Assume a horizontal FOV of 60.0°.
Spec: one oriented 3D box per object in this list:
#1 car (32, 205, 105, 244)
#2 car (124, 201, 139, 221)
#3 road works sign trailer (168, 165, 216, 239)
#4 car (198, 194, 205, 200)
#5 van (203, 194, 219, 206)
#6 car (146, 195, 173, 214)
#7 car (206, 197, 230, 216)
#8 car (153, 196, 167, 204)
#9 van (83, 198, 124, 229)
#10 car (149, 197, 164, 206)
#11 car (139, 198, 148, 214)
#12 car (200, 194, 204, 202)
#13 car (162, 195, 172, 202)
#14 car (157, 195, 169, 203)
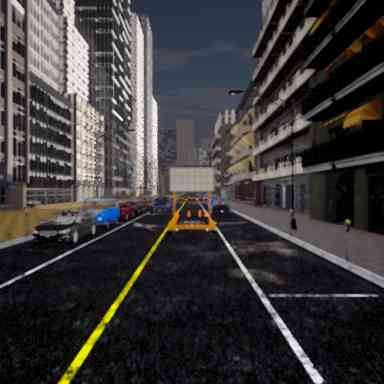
[{"bbox_3d":[-5.693,1.517,15.300,2.008,1.369,4.403,0,0,0],"label":"car"},{"bbox_3d":[-5.693,1.487,26.345,1.887,1.381,4.507,0,0,0],"label":"car"},{"bbox_3d":[0.000,0.426,17.196,2.380,3.560,2.880,0,0,0],"label":"road works sign trailer"},{"bbox_3d":[2.687,1.392,92.789,1.752,1.417,4.829,0,0,0],"label":"car"},{"bbox_3d":[2.687,1.256,42.913,1.690,1.788,3.998,0,0,0],"label":"van"},{"bbox_3d":[-3.093,1.280,34.264,2.097,1.767,4.553,0,0,0],"label":"car"},{"bbox_3d":[2.688,1.483,31.868,2.008,1.369,4.403,0,0,0],"label":"car"},{"bbox_3d":[-5.693,1.445,59.483,2.008,1.369,4.403,0,0,0],"label":"car"},{"bbox_3d":[-5.693,1.295,20.822,1.690,1.788,3.998,0,0,0],"label":"van"},{"bbox_3d":[-5.693,1.451,53.959,2.008,1.369,4.403,0,0,0],"label":"car"},{"bbox_3d":[-5.693,1.498,31.868,1.947,1.339,4.313,0,0,0],"label":"car"},{"bbox_3d":[2.688,1.445,53.959,1.887,1.381,4.507,0,0,0],"label":"car"},{"bbox_3d":[-5.693,1.443,76.051,1.947,1.339,4.313,0,0,0],"label":"car"},{"bbox_3d":[-5.694,1.328,65.006,1.967,1.590,4.097,0,0,0],"label":"car"}]
